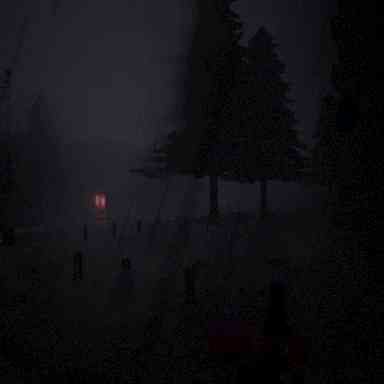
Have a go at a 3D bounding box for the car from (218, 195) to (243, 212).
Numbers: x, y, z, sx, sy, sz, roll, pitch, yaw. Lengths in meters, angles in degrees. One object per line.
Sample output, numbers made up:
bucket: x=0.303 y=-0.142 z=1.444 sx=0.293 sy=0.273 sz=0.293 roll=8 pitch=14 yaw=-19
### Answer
car: x=4.691 y=1.419 z=43.459 sx=2.150 sy=2.045 sz=5.566 roll=-1 pitch=-1 yaw=35
